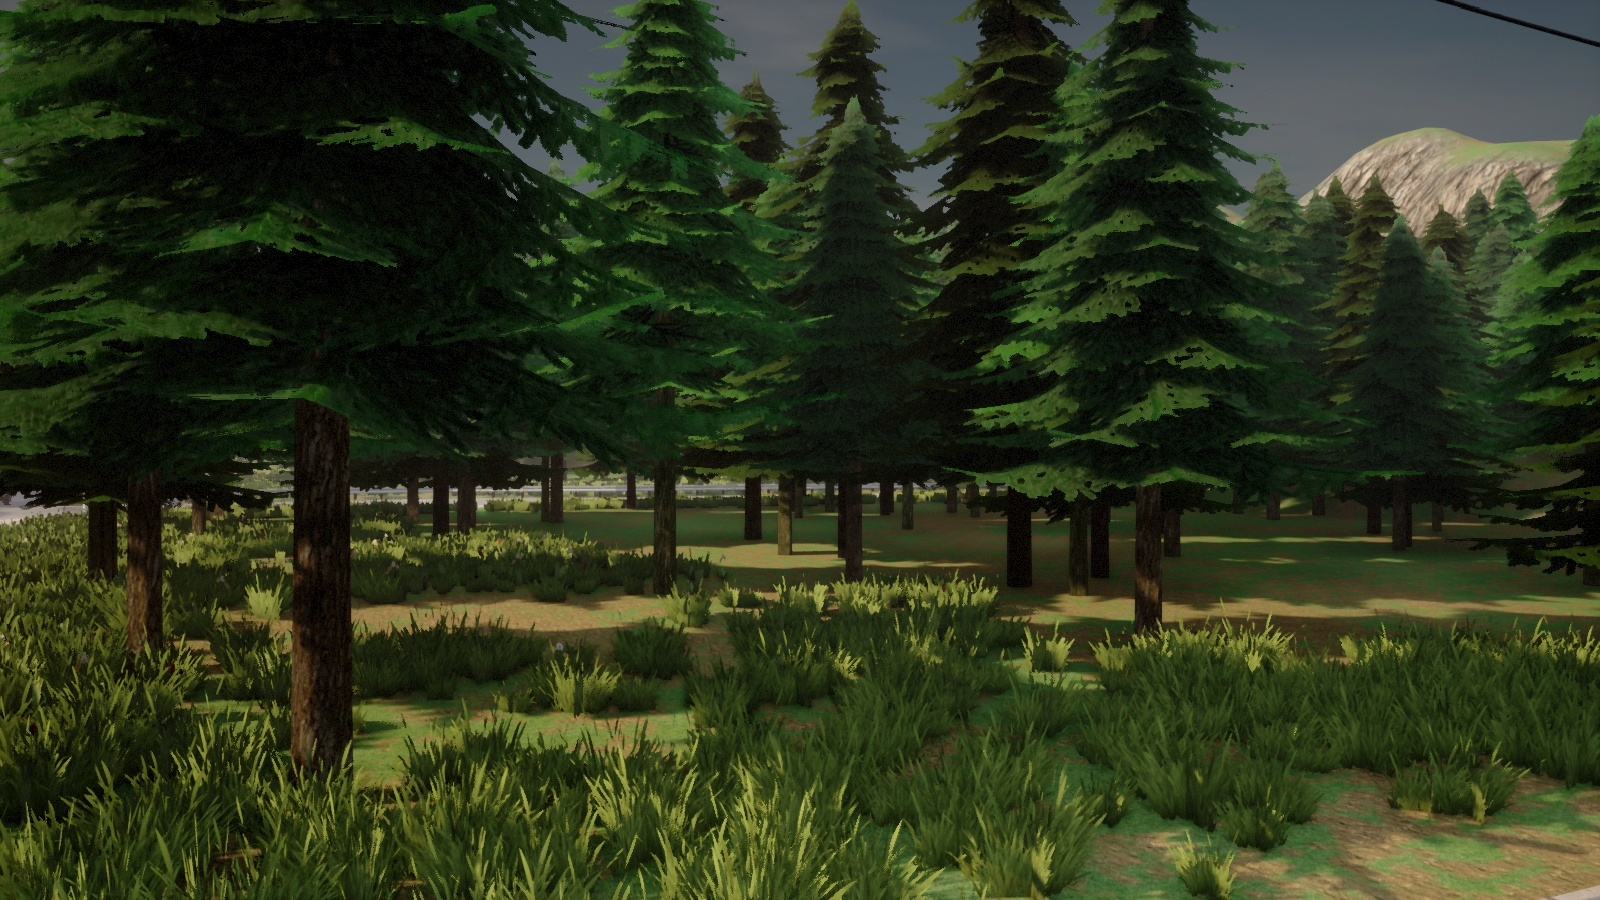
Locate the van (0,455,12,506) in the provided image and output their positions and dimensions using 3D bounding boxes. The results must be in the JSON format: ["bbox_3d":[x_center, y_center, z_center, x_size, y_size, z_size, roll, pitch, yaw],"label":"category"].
[{"bbox_3d":[-42.528,1.535,59.821,1.988,2.561,5.915,0,0,-34],"label":"van"}]
